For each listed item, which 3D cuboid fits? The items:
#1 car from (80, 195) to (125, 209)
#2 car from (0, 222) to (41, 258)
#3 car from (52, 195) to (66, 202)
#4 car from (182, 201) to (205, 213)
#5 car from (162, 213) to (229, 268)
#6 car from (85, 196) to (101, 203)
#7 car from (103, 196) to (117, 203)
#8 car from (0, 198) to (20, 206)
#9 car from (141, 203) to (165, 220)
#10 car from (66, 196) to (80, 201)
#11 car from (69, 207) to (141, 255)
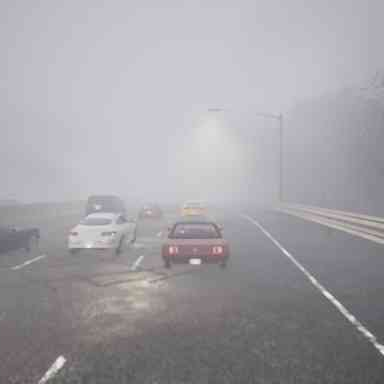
[{"bbox_3d":[-6.896,1.264,26.955,2.150,2.045,5.566,0,0,0],"label":"car"},{"bbox_3d":[-6.901,1.616,11.037,1.895,1.301,4.718,0,0,0],"label":"car"},{"bbox_3d":[-27.986,1.413,70.673,2.097,1.767,4.553,0,0,0],"label":"car"},{"bbox_3d":[0.105,1.526,29.448,1.882,1.535,5.008,0,0,0],"label":"car"},{"bbox_3d":[0.099,1.617,11.299,1.895,1.301,4.718,0,0,0],"label":"car"},{"bbox_3d":[-20.986,1.582,70.641,1.812,1.442,4.674,0,0,0],"label":"car"},{"bbox_3d":[-17.486,1.548,71.055,1.812,1.442,4.674,0,0,0],"label":"car"},{"bbox_3d":[-17.588,1.401,30.523,2.097,1.767,4.553,0,0,0],"label":"car"},{"bbox_3d":[-3.397,1.610,28.502,1.994,1.385,4.181,0,0,0],"label":"car"},{"bbox_3d":[-24.486,1.501,71.057,1.882,1.535,5.008,0,0,0],"label":"car"},{"bbox_3d":[-3.399,1.544,13.264,1.812,1.442,4.674,0,0,0],"label":"car"}]
